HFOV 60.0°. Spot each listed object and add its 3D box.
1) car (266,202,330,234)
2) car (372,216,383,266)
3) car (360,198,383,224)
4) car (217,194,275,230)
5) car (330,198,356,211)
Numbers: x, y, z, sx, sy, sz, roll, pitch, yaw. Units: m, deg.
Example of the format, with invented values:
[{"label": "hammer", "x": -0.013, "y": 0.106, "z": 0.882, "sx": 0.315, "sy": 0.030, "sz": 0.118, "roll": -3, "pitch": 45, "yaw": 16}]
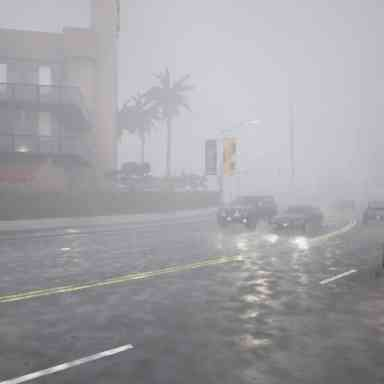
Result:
[{"label": "car", "x": 6.368, "y": 1.494, "z": 19.570, "sx": 1.837, "sy": 1.490, "sz": 4.892, "roll": 1, "pitch": 1, "yaw": 36}, {"label": "car", "x": 7.203, "y": 1.502, "z": 9.911, "sx": 1.837, "sy": 1.490, "sz": 4.892, "roll": 1, "pitch": 0, "yaw": 44}, {"label": "car", "x": 13.483, "y": 1.481, "z": 24.224, "sx": 2.128, "sy": 1.511, "sz": 4.902, "roll": 0, "pitch": 0, "yaw": 27}, {"label": "car", "x": 3.790, "y": 1.207, "z": 21.772, "sx": 2.150, "sy": 2.045, "sz": 5.566, "roll": 0, "pitch": 0, "yaw": 36}, {"label": "car", "x": 17.881, "y": 1.486, "z": 39.741, "sx": 1.837, "sy": 1.490, "sz": 4.892, "roll": 0, "pitch": 0, "yaw": 6}]
